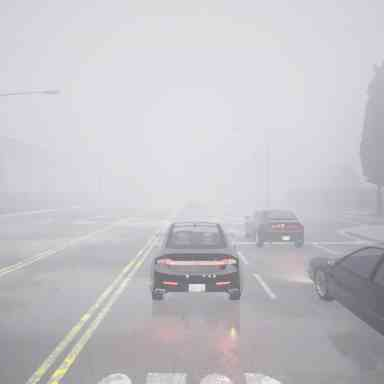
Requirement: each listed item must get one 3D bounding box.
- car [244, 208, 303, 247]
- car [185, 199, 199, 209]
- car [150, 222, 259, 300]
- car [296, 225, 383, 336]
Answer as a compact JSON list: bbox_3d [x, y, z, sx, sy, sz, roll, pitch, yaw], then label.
[{"bbox_3d":[3.565,1.505,15.046,1.837,1.490,4.892,0,0,0],"label":"car"},{"bbox_3d":[0.001,1.601,44.138,1.895,1.301,4.718,0,0,0],"label":"car"},{"bbox_3d":[0.082,1.492,8.345,2.128,1.511,4.902,0,0,0],"label":"car"},{"bbox_3d":[3.588,1.547,5.300,2.033,1.411,5.357,0,0,0],"label":"car"}]
